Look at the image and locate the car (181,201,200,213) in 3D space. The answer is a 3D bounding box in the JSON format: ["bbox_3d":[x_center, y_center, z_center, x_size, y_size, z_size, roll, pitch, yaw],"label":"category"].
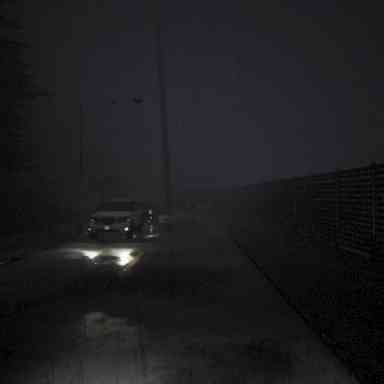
[{"bbox_3d":[-0.108,1.902,42.506,1.812,1.442,4.674,0,-1,-5],"label":"car"}]

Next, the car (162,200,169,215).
[{"bbox_3d":[-4.031,1.869,38.827,1.812,1.442,4.674,0,-1,0],"label":"car"}]

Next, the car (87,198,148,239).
[{"bbox_3d":[-4.098,1.388,18.786,2.150,2.045,5.566,0,-1,0],"label":"car"}]

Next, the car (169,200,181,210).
[{"bbox_3d":[-3.709,1.965,51.881,4.892,1.490,1.837,0,-1,40],"label":"car"}]

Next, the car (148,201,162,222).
[{"bbox_3d":[-4.085,1.606,28.636,2.097,1.767,4.553,0,-1,0],"label":"car"}]
